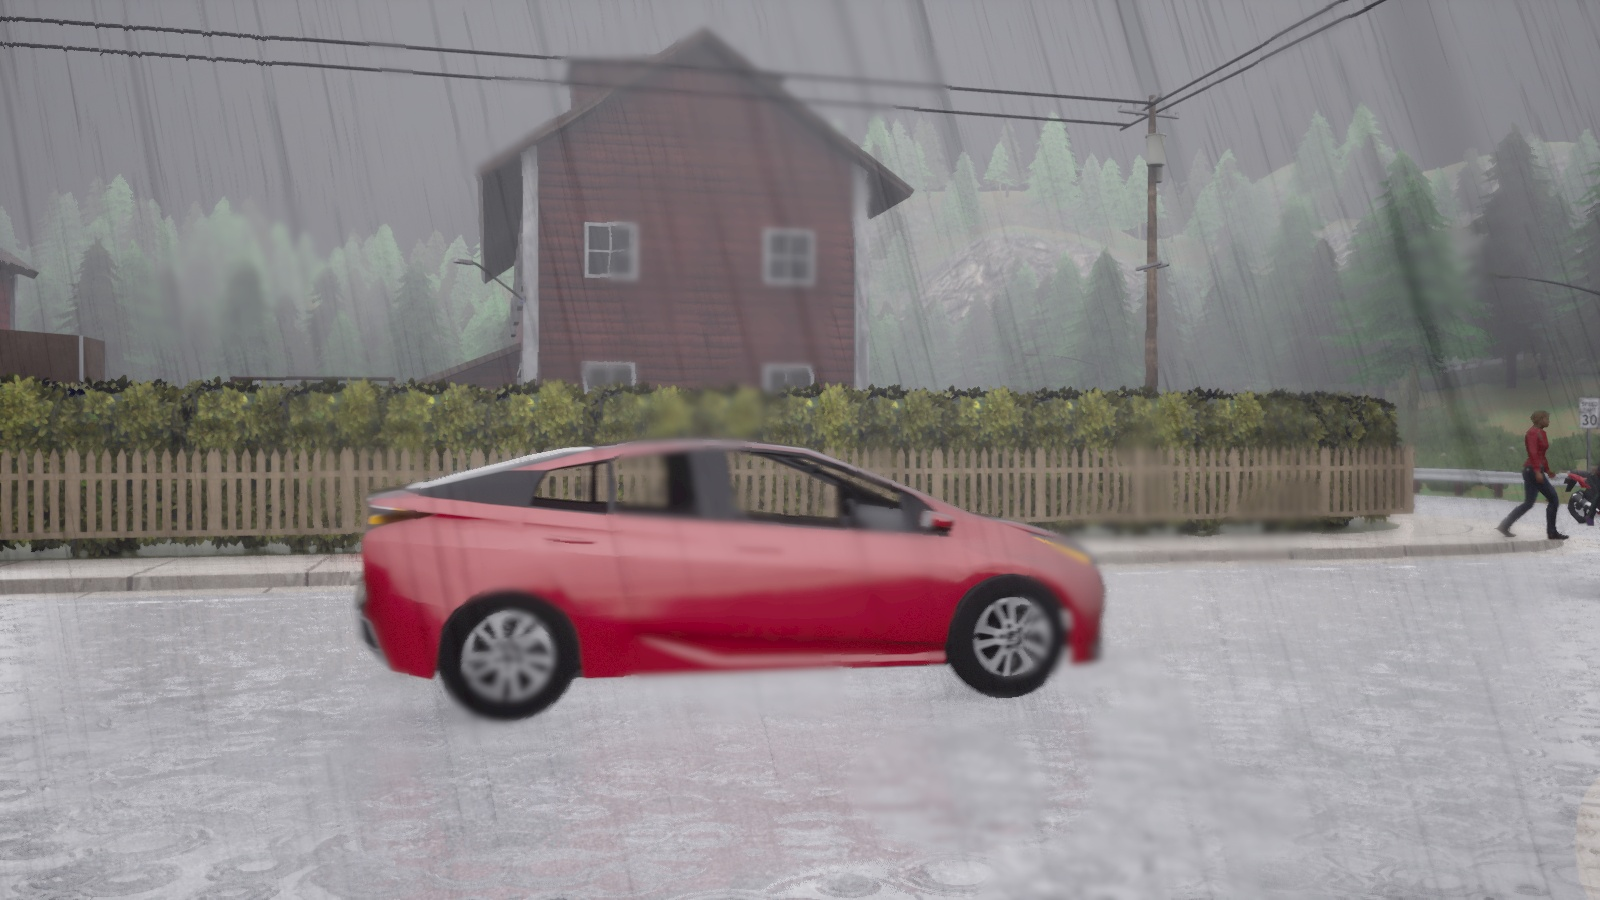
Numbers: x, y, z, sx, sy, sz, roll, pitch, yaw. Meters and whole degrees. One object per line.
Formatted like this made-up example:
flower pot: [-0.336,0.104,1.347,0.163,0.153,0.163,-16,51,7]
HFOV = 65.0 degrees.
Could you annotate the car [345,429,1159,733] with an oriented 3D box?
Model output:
car: [-0.324,0.649,7.805,4.514,1.525,2.007,0,0,-14]

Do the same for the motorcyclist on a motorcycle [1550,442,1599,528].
motorcyclist on a motorcycle: [14.482,0.614,22.301,0.797,1.523,2.044,0,0,-13]

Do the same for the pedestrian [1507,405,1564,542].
pedestrian: [10.092,0.313,17.236,0.636,1.846,0.331,0,0,37]
